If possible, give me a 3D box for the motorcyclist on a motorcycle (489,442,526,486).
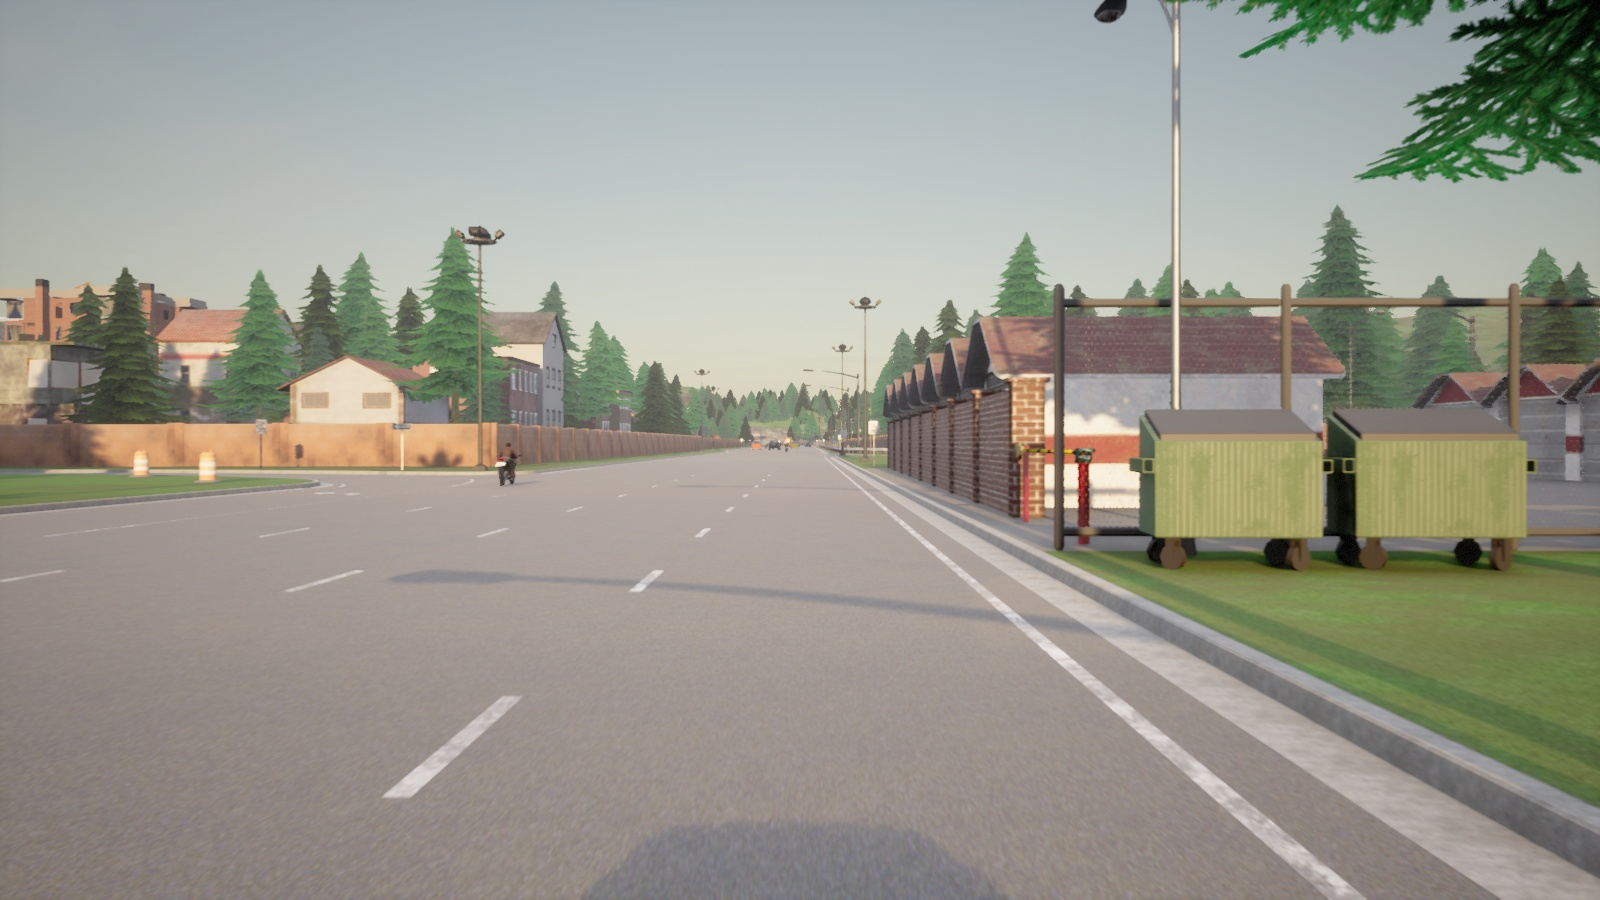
[{"bbox_3d":[-10.235,0.472,44.046,0.797,1.523,2.044,0,0,0],"label":"motorcyclist on a motorcycle"}]
